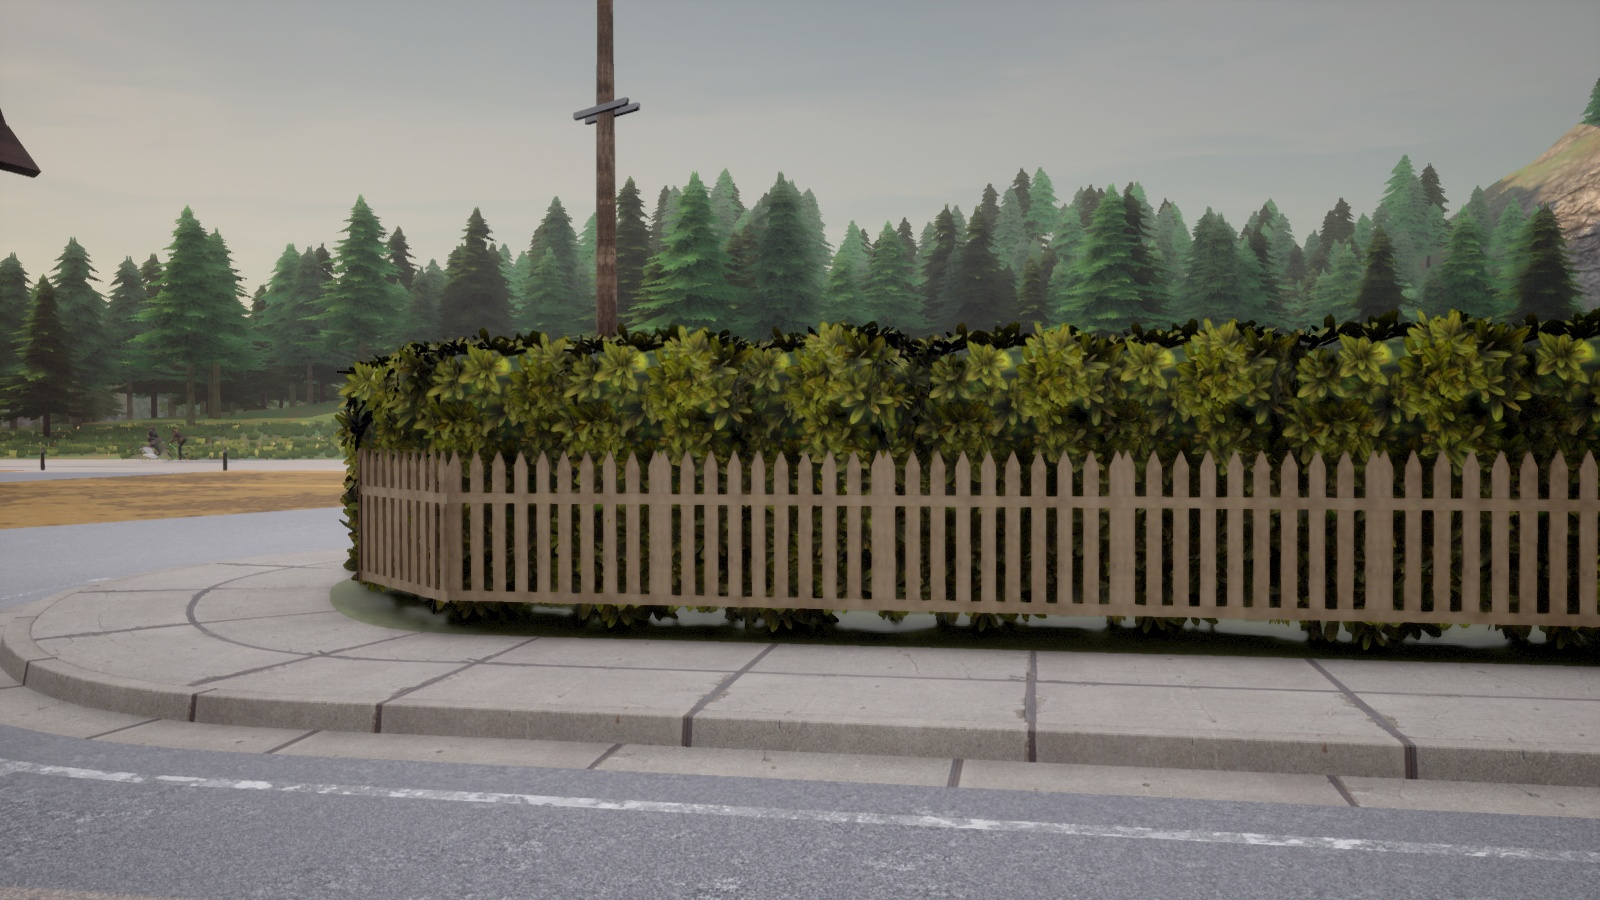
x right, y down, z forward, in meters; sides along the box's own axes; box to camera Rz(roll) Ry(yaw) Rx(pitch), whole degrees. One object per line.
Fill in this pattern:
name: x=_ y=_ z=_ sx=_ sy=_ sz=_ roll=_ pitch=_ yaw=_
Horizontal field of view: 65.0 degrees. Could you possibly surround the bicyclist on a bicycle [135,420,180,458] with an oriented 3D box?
bicyclist on a bicycle: x=-30.396 y=-0.507 z=59.419 sx=1.843 sy=1.776 sz=0.659 roll=0 pitch=1 yaw=11
